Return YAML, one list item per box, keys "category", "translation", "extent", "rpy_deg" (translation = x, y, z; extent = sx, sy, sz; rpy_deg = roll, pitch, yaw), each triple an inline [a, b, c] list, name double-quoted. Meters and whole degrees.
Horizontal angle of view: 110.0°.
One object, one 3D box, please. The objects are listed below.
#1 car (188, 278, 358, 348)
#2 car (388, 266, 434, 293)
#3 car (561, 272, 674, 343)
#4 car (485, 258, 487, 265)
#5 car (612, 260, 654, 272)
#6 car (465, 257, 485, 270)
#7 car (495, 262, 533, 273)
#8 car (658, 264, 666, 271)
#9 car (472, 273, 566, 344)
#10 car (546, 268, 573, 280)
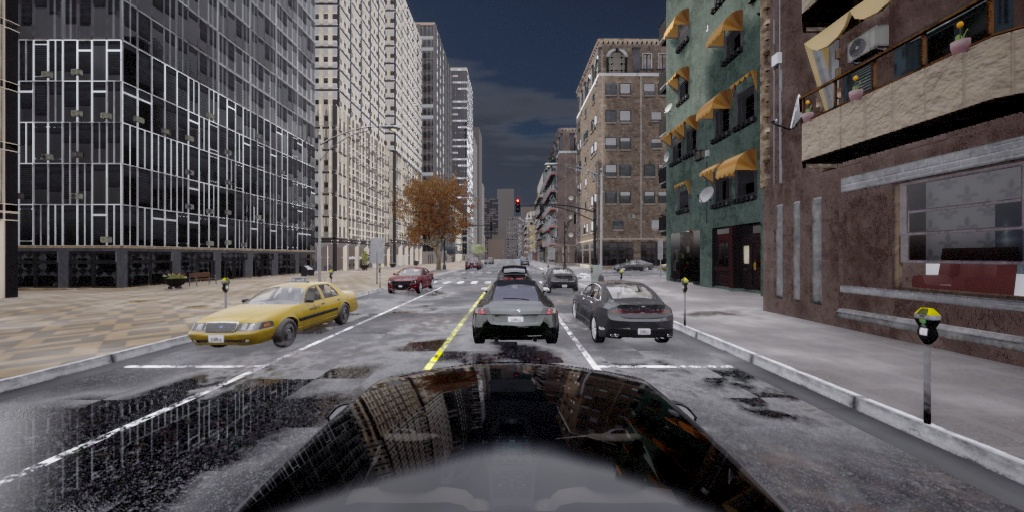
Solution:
- category: "car"
  translation: [-5.690, 1.276, 9.305]
  extent: [1.751, 1.417, 4.829]
  rpy_deg: [0, 0, 0]
- category: "car"
  translation: [-5.689, 1.299, 20.540]
  extent: [1.888, 1.381, 4.507]
  rpy_deg: [0, 0, 0]
- category: "car"
  translation: [2.690, 1.301, 9.473]
  extent: [2.007, 1.370, 4.403]
  rpy_deg: [0, 0, 0]
- category: "car"
  translation: [-5.684, 1.356, 58.451]
  extent: [1.948, 1.339, 4.313]
  rpy_deg: [0, 0, 0]
- category: "car"
  translation: [13.440, 1.108, 39.954]
  extent: [4.403, 1.370, 2.007]
  rpy_deg: [0, 0, -1]
- category: "car"
  translation: [-5.685, 1.098, 52.928]
  extent: [2.192, 1.841, 5.009]
  rpy_deg: [0, 0, 0]
- category: "car"
  translation: [0.107, 1.259, 19.670]
  extent: [1.837, 1.490, 4.892]
  rpy_deg: [0, 0, -1]
- category: "car"
  translation: [18.837, 1.006, 40.008]
  extent: [4.829, 1.417, 1.751]
  rpy_deg: [0, 0, -1]
- category: "car"
  translation: [0.088, 1.315, 9.621]
  extent: [1.994, 1.385, 4.181]
  rpy_deg: [0, 0, 0]
- category: "car"
  translation: [2.691, 1.305, 20.539]
  extent: [2.007, 1.370, 4.403]
  rpy_deg: [0, 0, 0]
